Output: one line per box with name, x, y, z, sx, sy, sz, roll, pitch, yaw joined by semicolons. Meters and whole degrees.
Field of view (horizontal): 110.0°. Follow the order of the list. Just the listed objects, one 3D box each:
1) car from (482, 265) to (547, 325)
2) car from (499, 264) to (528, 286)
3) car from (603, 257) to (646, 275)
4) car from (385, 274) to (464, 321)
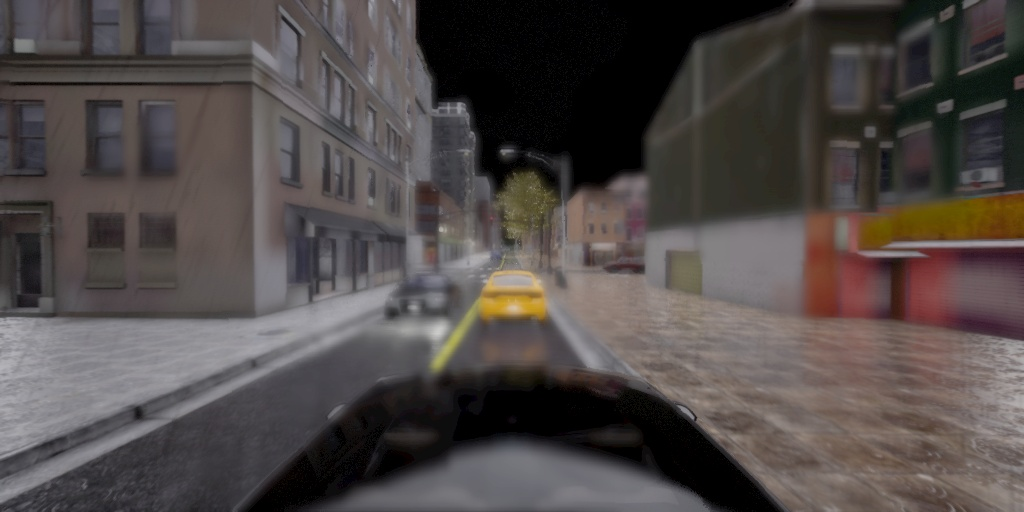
car;0.078;1.256;12.047;1.882;1.535;5.008;0;0;0
car;0.053;1.323;25.903;1.895;1.301;4.718;0;0;0
car;12.679;1.066;39.442;5.009;1.841;2.192;0;0;0
car;-2.851;1.343;12.505;1.994;1.385;4.181;0;0;0
